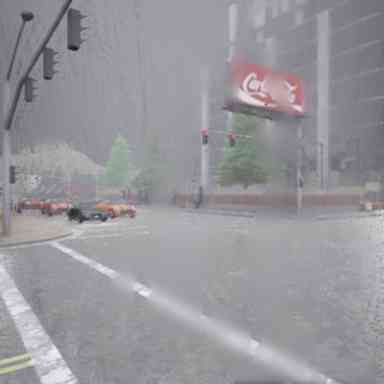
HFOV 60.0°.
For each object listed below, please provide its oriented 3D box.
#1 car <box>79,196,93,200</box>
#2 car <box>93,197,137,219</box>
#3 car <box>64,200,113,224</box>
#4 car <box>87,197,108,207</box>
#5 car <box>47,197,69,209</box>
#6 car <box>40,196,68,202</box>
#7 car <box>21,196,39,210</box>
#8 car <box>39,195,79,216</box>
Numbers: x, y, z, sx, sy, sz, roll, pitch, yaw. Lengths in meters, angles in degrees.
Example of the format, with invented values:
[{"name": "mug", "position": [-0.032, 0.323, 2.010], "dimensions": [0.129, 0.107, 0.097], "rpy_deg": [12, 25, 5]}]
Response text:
[{"name": "car", "position": [-12.603, 1.509, 37.670], "dimensions": [1.837, 1.490, 4.892], "rpy_deg": [0, 0, -36]}, {"name": "car", "position": [-6.682, 1.357, 29.450], "dimensions": [2.097, 1.767, 4.553], "rpy_deg": [0, 0, -36]}, {"name": "car", "position": [-7.919, 1.567, 25.174], "dimensions": [1.994, 1.385, 4.181], "rpy_deg": [0, 0, -36]}, {"name": "car", "position": [-15.306, 1.533, 53.744], "dimensions": [1.812, 1.442, 4.674], "rpy_deg": [0, 0, -35]}, {"name": "car", "position": [-18.602, 1.530, 46.032], "dimensions": [1.812, 1.442, 4.674], "rpy_deg": [0, 0, -36]}, {"name": "car", "position": [-30.006, 1.491, 72.280], "dimensions": [5.357, 1.411, 2.033], "rpy_deg": [0, 0, -36]}, {"name": "car", "position": [-20.343, 1.355, 42.444], "dimensions": [2.097, 1.767, 4.553], "rpy_deg": [0, 0, -36]}, {"name": "car", "position": [-12.976, 1.355, 32.199], "dimensions": [2.097, 1.767, 4.553], "rpy_deg": [0, 0, -36]}]
